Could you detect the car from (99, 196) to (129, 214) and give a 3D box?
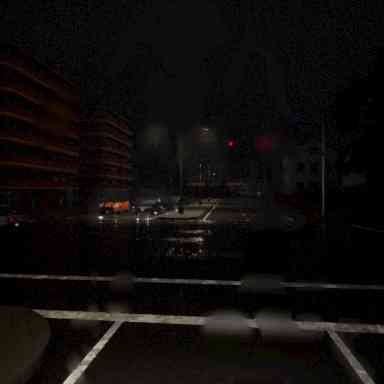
[{"bbox_3d":[-8.084,1.352,34.968,2.097,1.767,4.553,0,0,6],"label":"car"}]

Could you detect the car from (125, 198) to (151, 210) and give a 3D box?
[{"bbox_3d":[-7.094,1.545,44.386,2.033,1.411,5.357,0,0,6],"label":"car"}]

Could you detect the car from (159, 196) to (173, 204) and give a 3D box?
[{"bbox_3d":[-5.025,1.564,63.890,1.994,1.385,4.181,0,0,6],"label":"car"}]

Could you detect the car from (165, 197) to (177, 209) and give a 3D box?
[{"bbox_3d":[-3.608,1.601,44.104,1.895,1.301,4.718,0,0,6],"label":"car"}]

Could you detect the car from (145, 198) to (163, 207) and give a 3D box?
[{"bbox_3d":[-6.092,1.601,53.916,1.895,1.301,4.718,0,0,6],"label":"car"}]

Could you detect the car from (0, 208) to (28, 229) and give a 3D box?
[{"bbox_3d":[-12.340,1.601,19.505,4.718,1.301,1.895,0,0,6],"label":"car"}]

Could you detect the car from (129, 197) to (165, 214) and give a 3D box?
[{"bbox_3d":[-4.570,1.491,34.895,2.128,1.511,4.902,0,0,6],"label":"car"}]

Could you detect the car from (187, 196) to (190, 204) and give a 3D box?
[{"bbox_3d":[-1.594,1.505,63.051,1.837,1.490,4.892,0,0,7],"label":"car"}]

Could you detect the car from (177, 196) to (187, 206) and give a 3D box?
[{"bbox_3d":[-2.652,1.491,53.149,2.128,1.511,4.902,0,0,6],"label":"car"}]
